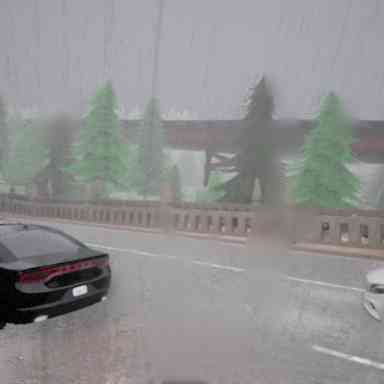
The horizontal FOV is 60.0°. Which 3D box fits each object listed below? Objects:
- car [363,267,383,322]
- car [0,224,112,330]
[{"bbox_3d":[5.047,1.548,4.692,4.674,1.442,1.812,1,0,36],"label":"car"},{"bbox_3d":[-3.782,1.380,6.694,5.008,1.535,1.882,1,0,36],"label":"car"}]
